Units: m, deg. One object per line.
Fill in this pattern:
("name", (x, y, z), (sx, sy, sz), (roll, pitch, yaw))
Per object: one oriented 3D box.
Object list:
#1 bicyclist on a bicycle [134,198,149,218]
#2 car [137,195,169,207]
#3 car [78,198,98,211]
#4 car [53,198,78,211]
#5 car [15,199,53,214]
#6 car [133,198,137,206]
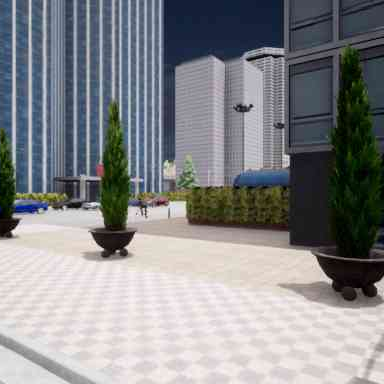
("bicyclist on a bicycle", (-4.087, 1.301, 26.668), (1.656, 1.620, 0.582), (0, 0, 35))
("car", (-5.500, 1.352, 49.828), (2.097, 1.767, 4.553), (0, 0, 35))
("car", (-11.349, 1.601, 41.528), (1.895, 1.301, 4.718), (0, 0, 35))
("car", (-15.226, 1.477, 42.099), (1.882, 1.535, 5.008), (0, 0, 35))
("car", (-17.060, 1.477, 33.396), (1.882, 1.535, 5.008), (0, 0, 35))
("car", (-9.297, 1.547, 50.524), (2.033, 1.411, 5.357), (0, 0, 35))
